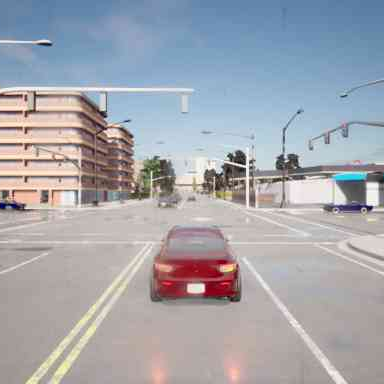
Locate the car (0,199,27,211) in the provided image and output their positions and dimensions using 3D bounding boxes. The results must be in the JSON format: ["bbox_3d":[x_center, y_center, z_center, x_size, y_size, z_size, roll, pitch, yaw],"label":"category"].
[{"bbox_3d":[-21.028,1.455,36.750,4.718,1.301,1.895,1,0,2],"label":"car"}]

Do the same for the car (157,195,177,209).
[{"bbox_3d":[-3.711,1.490,46.620,2.128,1.511,4.902,0,0,2],"label":"car"}]

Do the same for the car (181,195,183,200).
[{"bbox_3d":[-3.536,1.497,73.484,1.837,1.490,4.892,0,0,0],"label":"car"}]

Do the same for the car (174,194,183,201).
[{"bbox_3d":[-3.544,1.339,88.131,2.097,1.767,4.553,0,0,0],"label":"car"}]

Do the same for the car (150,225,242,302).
[{"bbox_3d":[0.078,1.525,8.149,1.812,1.442,4.674,0,0,0],"label":"car"}]

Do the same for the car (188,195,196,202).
[{"bbox_3d":[-0.040,1.537,79.813,2.033,1.411,5.357,0,0,0],"label":"car"}]

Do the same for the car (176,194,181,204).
[{"bbox_3d":[-3.604,1.486,60.452,2.128,1.511,4.902,0,0,0],"label":"car"}]

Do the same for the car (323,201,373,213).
[{"bbox_3d":[16.518,1.599,35.454,4.718,1.301,1.895,0,0,1],"label":"car"}]
